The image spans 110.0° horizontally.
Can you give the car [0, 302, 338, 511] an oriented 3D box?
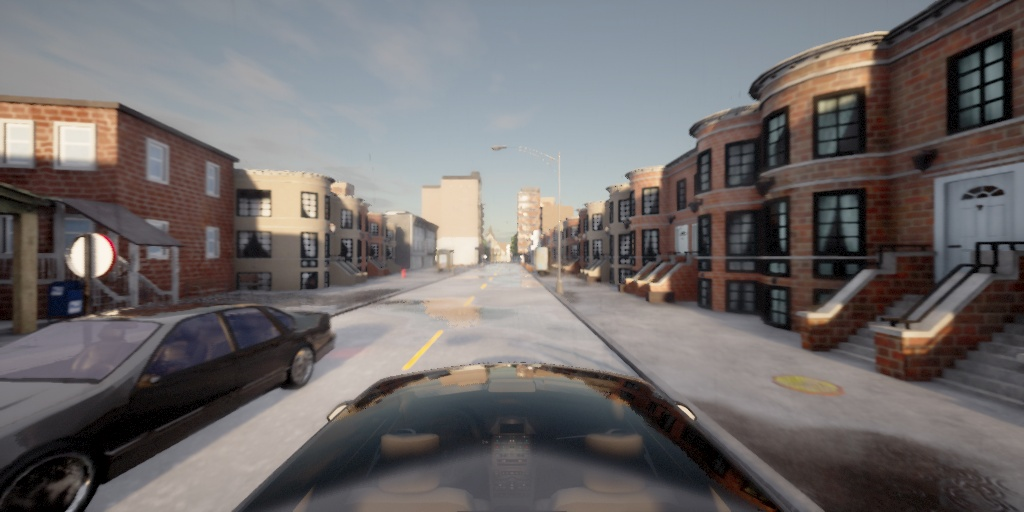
[{"bbox_3d":[-4.073,1.302,4.133,2.033,1.411,5.357,0,0,0],"label":"car"}]
